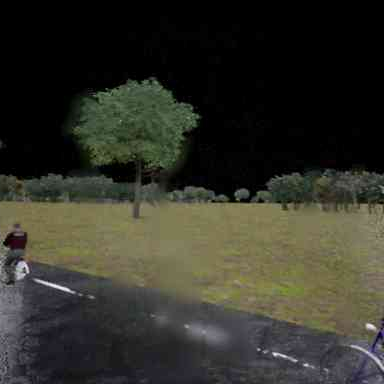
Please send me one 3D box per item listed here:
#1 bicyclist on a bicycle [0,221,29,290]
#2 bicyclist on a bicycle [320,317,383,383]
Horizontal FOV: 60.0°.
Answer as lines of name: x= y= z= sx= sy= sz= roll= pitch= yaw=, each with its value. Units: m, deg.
bicyclist on a bicycle: x=-4.809 y=1.655 z=8.906 sx=1.843 sy=1.776 sz=0.659 roll=-1 pitch=-3 yaw=39
bicyclist on a bicycle: x=2.195 y=1.530 z=3.310 sx=1.843 sy=1.776 sz=0.659 roll=-1 pitch=-3 yaw=39
